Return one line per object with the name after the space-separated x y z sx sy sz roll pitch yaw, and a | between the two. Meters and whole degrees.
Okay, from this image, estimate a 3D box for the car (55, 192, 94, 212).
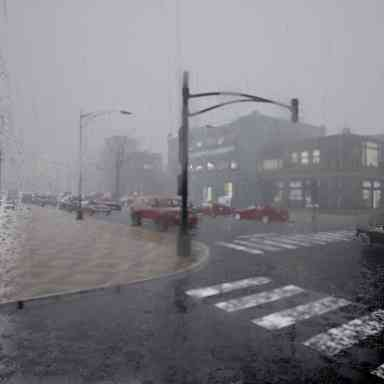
-11.619 1.093 32.782 1.967 1.590 4.097 2 0 -36 | car

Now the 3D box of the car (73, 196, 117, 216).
-8.341 1.305 28.311 1.802 1.307 4.206 2 0 -36 | car

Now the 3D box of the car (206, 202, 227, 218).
1.696 1.480 28.801 1.802 1.307 4.206 2 0 -36 | car

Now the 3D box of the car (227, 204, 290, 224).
4.980 1.512 24.332 1.887 1.381 4.507 2 0 -36 | car

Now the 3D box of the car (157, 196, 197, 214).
-1.584 1.269 33.274 1.967 1.590 4.097 2 0 -36 | car

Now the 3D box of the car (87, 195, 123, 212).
-8.458 1.272 32.837 1.994 1.385 4.181 1 0 -36 | car

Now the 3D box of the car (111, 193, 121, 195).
-8.152 1.239 42.213 2.008 1.369 4.403 2 0 -36 | car

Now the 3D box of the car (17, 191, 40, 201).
-24.754 0.906 50.662 1.887 1.381 4.507 2 0 -36 | car

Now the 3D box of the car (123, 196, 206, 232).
-1.767 1.176 19.372 2.192 1.841 5.009 2 0 -36 | car

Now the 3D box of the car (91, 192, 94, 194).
-14.855 1.059 46.854 1.837 1.490 4.892 1 0 -36 | car

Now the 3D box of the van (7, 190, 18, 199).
-34.596 0.472 64.073 1.690 1.788 3.998 2 0 -36 | van

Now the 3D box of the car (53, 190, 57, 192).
-20.930 0.768 55.053 2.097 1.767 4.553 1 0 -36 | car

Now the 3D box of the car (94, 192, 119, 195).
-11.428 0.931 46.683 2.192 1.841 5.009 2 0 -36 | car

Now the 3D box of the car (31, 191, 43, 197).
-40.378 0.459 86.598 1.812 1.442 4.674 1 0 -36 | car

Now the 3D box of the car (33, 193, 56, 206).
-18.189 1.092 41.720 1.802 1.307 4.206 2 0 -36 | car

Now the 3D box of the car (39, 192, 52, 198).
-34.416 0.646 77.974 1.947 1.339 4.313 2 0 -36 | car

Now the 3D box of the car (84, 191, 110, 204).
-14.712 0.858 51.155 2.192 1.841 5.009 2 0 -36 | car

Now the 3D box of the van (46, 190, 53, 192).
-31.127 0.500 73.505 1.690 1.788 3.998 2 0 -36 | van

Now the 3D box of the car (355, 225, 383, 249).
8.240 1.709 12.603 1.895 1.301 4.718 1 0 -3 | car

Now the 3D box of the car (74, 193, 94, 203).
-18.101 0.991 55.761 1.752 1.417 4.829 2 0 -36 | car

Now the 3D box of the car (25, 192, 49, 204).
-21.472 1.018 46.192 1.802 1.307 4.206 2 0 -36 | car
